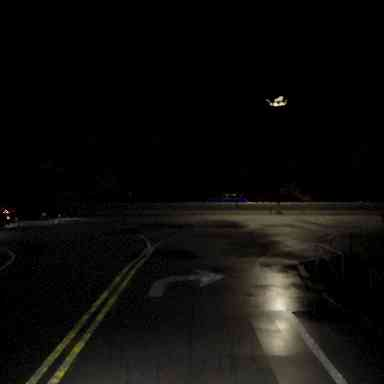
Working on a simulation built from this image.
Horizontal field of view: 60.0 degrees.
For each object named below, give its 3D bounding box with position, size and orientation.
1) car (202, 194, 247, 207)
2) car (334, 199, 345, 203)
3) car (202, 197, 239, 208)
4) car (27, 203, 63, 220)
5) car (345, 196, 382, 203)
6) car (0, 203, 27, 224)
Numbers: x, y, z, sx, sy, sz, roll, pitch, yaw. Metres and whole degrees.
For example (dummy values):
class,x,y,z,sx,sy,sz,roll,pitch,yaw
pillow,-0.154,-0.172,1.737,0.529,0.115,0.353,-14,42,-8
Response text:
class,x,y,z,sx,sy,sz,roll,pitch,yaw
car,4.298,1.214,42.739,5.566,2.045,2.150,0,0,-1
car,21.957,1.537,46.397,4.181,1.385,1.994,0,0,0
car,3.870,1.451,46.236,5.008,1.535,1.882,0,0,-1
car,-13.956,1.606,28.367,5.357,1.411,2.033,0,0,-1
car,22.825,1.342,42.907,4.553,1.767,2.097,0,0,0
car,-15.334,1.427,24.853,4.553,1.767,2.097,0,0,-1
